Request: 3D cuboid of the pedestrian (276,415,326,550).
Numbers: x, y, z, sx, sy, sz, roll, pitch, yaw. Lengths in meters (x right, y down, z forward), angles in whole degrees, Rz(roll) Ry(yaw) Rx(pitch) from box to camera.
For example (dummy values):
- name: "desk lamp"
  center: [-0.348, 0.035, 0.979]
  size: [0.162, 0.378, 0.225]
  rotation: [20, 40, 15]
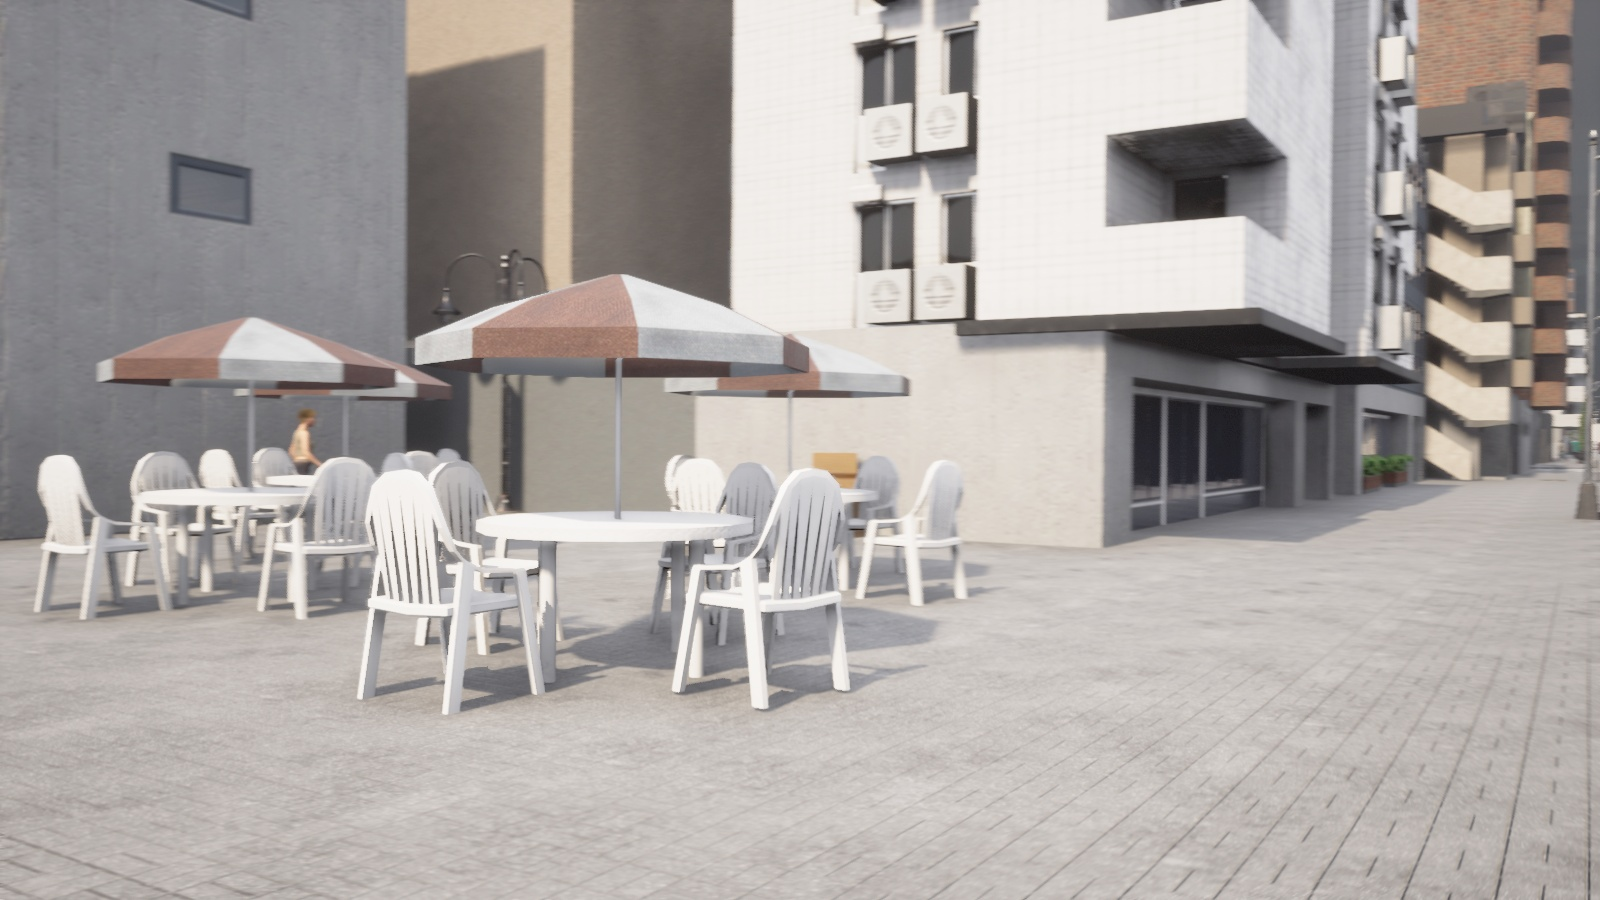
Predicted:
- name: "pedestrian"
  center: [-6.921, 0.436, 17.411]
  size: [0.594, 1.836, 0.345]
  rotation: [-1, 1, -25]
